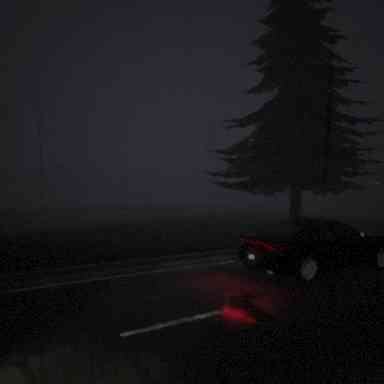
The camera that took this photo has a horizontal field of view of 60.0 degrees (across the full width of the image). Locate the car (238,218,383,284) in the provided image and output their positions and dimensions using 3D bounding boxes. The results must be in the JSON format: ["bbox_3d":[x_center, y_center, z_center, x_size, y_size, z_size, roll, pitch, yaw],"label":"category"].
[{"bbox_3d":[3.681,1.494,9.684,5.008,1.535,1.882,0,0,-29],"label":"car"}]
